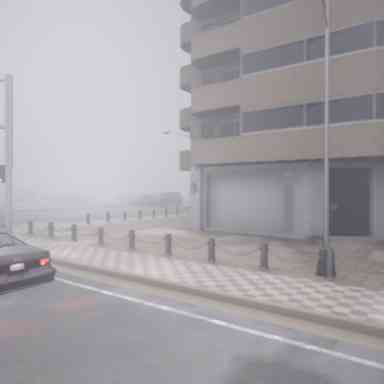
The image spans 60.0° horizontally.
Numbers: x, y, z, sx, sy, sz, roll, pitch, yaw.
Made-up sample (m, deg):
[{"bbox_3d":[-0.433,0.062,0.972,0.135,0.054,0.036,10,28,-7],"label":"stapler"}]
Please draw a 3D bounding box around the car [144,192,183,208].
[{"bbox_3d":[-3.569,1.108,45.638,2.150,2.045,5.566,0,0,35],"label":"car"}]

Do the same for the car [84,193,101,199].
[{"bbox_3d":[-26.247,1.037,87.997,1.970,1.475,3.806,0,0,35],"label":"car"}]

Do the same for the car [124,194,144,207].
[{"bbox_3d":[-6.886,1.220,46.998,2.097,1.767,4.553,0,0,35],"label":"car"}]

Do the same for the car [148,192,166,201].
[{"bbox_3d":[-7.827,0.925,75.042,1.905,1.878,3.866,0,0,35],"label":"car"}]

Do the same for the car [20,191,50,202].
[{"bbox_3d":[-33.965,0.813,71.988,1.932,1.855,4.605,0,0,35],"label":"car"}]

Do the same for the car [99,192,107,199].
[{"bbox_3d":[-23.886,0.814,86.319,1.905,1.878,3.866,0,0,35],"label":"car"}]

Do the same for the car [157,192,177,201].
[{"bbox_3d":[-5.493,0.939,73.330,1.932,1.855,4.605,0,0,35],"label":"car"}]

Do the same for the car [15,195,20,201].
[{"bbox_3d":[-36.296,1.007,73.710,1.784,1.438,3.905,0,0,35],"label":"car"}]

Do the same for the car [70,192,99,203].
[{"bbox_3d":[-20.104,1.151,62.326,1.970,1.475,3.806,0,0,35],"label":"car"}]

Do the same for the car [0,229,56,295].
[{"bbox_3d":[-5.519,1.496,7.812,5.357,1.411,2.033,0,0,32],"label":"car"}]
